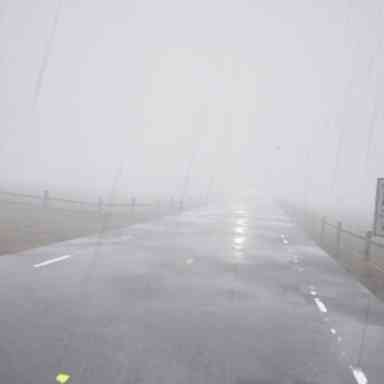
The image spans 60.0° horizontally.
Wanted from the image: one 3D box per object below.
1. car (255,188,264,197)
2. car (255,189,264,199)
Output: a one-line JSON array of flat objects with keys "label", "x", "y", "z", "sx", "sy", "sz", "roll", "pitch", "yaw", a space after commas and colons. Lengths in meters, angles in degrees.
[{"label": "car", "x": 18.438, "y": 0.091, "z": 90.932, "sx": 2.150, "sy": 2.045, "sz": 5.566, "roll": 4, "pitch": 3, "yaw": 12}, {"label": "car", "x": 16.295, "y": 0.827, "z": 80.814, "sx": 2.033, "sy": 1.411, "sz": 5.357, "roll": 4, "pitch": 3, "yaw": 12}]
